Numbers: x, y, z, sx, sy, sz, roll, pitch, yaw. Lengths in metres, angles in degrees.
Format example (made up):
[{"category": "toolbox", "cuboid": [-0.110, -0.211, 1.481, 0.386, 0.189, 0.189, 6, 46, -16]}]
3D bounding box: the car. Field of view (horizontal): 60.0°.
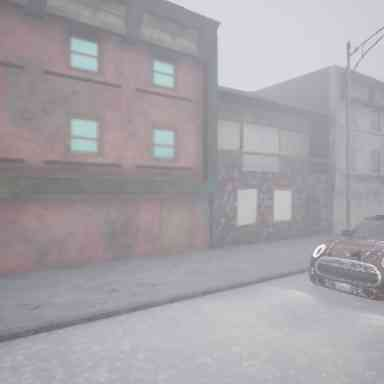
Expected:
[{"category": "car", "cuboid": [4.909, 1.354, 8.063, 4.553, 1.767, 2.097, 1, 0, -35]}]
